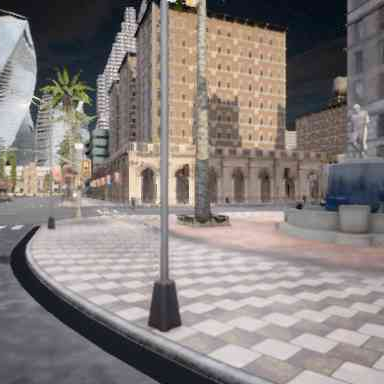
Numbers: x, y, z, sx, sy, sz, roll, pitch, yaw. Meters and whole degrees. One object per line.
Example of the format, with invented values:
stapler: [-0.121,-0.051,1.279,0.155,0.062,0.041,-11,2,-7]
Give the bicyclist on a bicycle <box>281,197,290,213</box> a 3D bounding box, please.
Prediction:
bicyclist on a bicycle: [9.150,1.280,32.334,0.582,1.620,1.656,0,0,-21]

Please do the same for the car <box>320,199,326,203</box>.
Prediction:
car: [24.545,1.444,57.434,5.008,1.535,1.882,0,0,-21]

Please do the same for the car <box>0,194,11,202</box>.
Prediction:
car: [-41.259,1.486,73.532,1.994,1.385,4.181,0,0,-21]
